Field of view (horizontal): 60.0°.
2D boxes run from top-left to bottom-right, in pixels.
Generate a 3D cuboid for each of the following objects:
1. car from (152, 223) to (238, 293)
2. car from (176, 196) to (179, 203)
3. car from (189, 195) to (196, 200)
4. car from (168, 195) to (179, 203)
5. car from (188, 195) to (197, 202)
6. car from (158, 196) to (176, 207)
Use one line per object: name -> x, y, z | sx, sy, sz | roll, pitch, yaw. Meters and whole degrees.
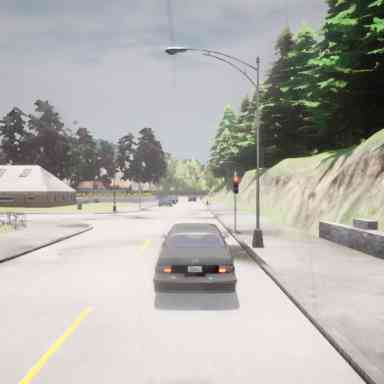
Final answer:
car -> 0.073, 1.547, 8.975 | 2.033, 1.411, 5.357 | 0, 0, 0
car -> -3.970, 1.477, 61.101 | 1.882, 1.535, 5.008 | 0, 0, 1
car -> 0.135, 1.407, 86.088 | 1.812, 1.442, 4.674 | 0, 0, 0
car -> -3.888, 1.525, 71.193 | 2.128, 1.511, 4.902 | 0, 0, 0
car -> 0.119, 1.515, 75.728 | 2.128, 1.511, 4.902 | 0, 0, 0
car -> -4.015, 1.564, 51.098 | 1.994, 1.385, 4.181 | 0, 0, 0
